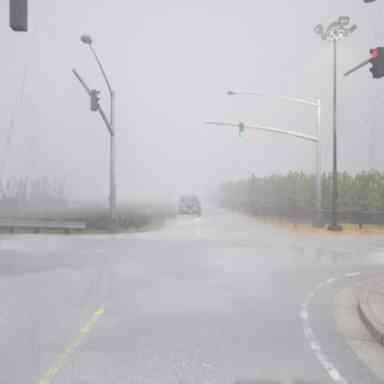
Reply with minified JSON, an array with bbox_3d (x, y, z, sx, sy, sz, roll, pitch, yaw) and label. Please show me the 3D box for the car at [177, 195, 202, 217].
[{"bbox_3d":[-0.276,1.331,32.054,2.150,2.045,5.566,0,1,-3],"label":"car"}]
